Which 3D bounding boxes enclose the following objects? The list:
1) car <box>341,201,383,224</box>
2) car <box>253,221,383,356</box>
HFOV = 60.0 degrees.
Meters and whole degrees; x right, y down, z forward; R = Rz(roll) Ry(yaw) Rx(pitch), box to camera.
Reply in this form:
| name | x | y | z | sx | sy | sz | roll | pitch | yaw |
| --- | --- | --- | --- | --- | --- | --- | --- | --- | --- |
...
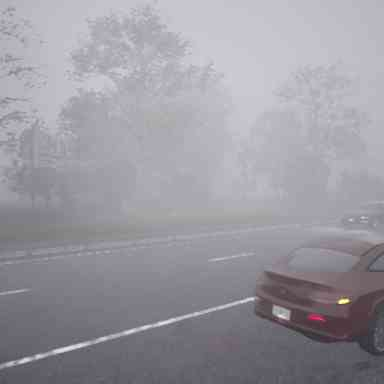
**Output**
| name | x | y | z | sx | sy | sz | roll | pitch | yaw |
| --- | --- | --- | --- | --- | --- | --- | --- | --- | --- |
| car | 11.093 | 1.362 | 20.421 | 4.892 | 1.490 | 1.837 | 0 | 0 | -35 |
| car | 3.115 | 1.495 | 5.969 | 4.674 | 1.442 | 1.812 | -1 | 0 | -35 |
